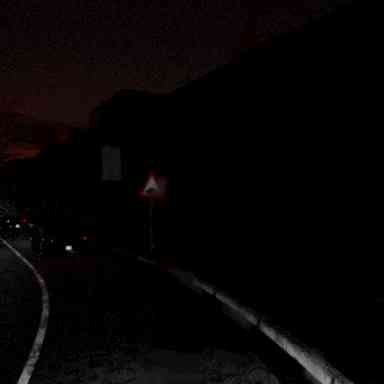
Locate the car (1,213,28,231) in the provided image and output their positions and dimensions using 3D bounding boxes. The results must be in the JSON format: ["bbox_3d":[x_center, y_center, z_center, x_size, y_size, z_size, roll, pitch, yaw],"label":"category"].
[{"bbox_3d":[-16.287,2.727,30.589,1.837,1.490,4.892,-1,-1,-34],"label":"car"}]

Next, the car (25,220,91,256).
[{"bbox_3d":[-6.315,2.101,15.578,1.895,1.301,4.718,-1,-2,-33],"label":"car"}]
